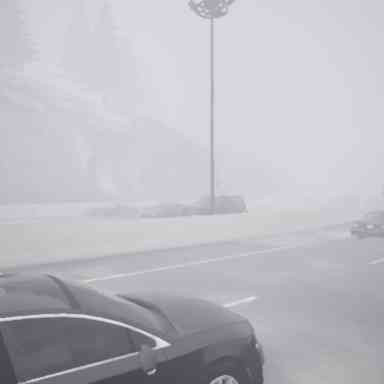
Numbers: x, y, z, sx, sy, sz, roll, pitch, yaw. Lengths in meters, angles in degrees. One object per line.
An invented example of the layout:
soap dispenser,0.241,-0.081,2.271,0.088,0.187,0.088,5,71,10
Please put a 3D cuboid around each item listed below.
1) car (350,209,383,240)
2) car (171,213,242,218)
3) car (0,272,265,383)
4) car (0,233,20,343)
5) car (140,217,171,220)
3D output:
car,9.556,1.533,15.979,5.357,1.411,2.033,0,0,-41
car,1.544,1.231,23.214,5.566,2.045,2.150,0,0,-41
car,-1.478,1.511,2.796,4.892,1.490,1.837,0,0,-36
car,-5.079,1.542,4.516,4.674,1.442,1.812,0,0,-35
car,-1.288,1.566,25.375,5.357,1.411,2.033,0,0,-40
